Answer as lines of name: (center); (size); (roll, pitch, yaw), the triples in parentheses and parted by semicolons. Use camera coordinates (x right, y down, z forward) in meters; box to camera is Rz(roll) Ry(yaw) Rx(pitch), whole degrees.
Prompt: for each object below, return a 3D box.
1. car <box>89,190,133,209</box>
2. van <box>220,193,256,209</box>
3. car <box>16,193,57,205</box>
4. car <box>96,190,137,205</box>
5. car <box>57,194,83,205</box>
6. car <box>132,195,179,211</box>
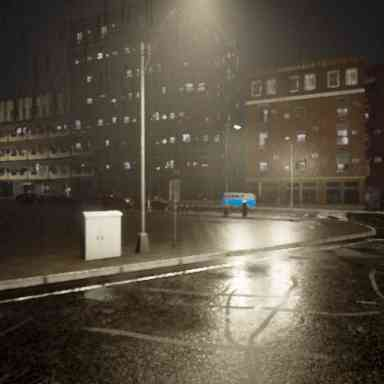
car: (-8.458, 0.810, 34.860); (5.009, 1.841, 2.192); (1, -1, 24)
van: (5.325, 1.019, 37.926); (3.998, 1.788, 1.690); (1, 0, 24)
car: (-18.769, 0.828, 39.417); (4.507, 1.381, 1.887); (1, -1, 24)
car: (-10.125, 0.679, 44.761); (5.009, 1.841, 2.192); (1, 0, 24)
car: (-15.697, 0.917, 40.889); (4.718, 1.301, 1.895); (1, 1, 24)
car: (-3.315, 1.182, 32.580); (4.206, 1.307, 1.802); (1, -1, 24)
